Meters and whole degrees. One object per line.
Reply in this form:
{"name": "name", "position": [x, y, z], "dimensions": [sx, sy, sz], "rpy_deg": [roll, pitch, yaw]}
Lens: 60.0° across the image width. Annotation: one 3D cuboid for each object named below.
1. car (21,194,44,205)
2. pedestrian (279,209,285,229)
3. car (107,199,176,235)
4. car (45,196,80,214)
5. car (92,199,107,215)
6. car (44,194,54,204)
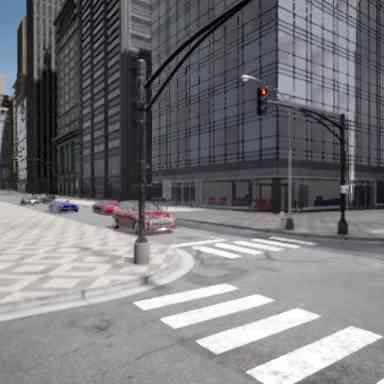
{"name": "car", "position": [-23.055, 1.108, 47.255], "dimensions": [2.128, 1.511, 4.902], "rpy_deg": [0, 1, -36]}
{"name": "pedestrian", "position": [5.059, 1.463, 18.570], "dimensions": [0.500, 1.100, 0.500], "rpy_deg": [0, 0, -36]}
{"name": "car", "position": [-2.773, 1.285, 18.784], "dimensions": [2.097, 1.767, 4.553], "rpy_deg": [0, 1, -35]}
{"name": "car", "position": [-12.485, 1.377, 32.346], "dimensions": [1.895, 1.301, 4.718], "rpy_deg": [0, 1, -36]}
{"name": "car", "position": [-8.010, 1.354, 31.588], "dimensions": [1.994, 1.385, 4.181], "rpy_deg": [0, 1, -36]}
{"name": "car", "position": [-22.496, 1.026, 51.773], "dimensions": [1.837, 1.490, 4.892], "rpy_deg": [0, 1, -35]}
